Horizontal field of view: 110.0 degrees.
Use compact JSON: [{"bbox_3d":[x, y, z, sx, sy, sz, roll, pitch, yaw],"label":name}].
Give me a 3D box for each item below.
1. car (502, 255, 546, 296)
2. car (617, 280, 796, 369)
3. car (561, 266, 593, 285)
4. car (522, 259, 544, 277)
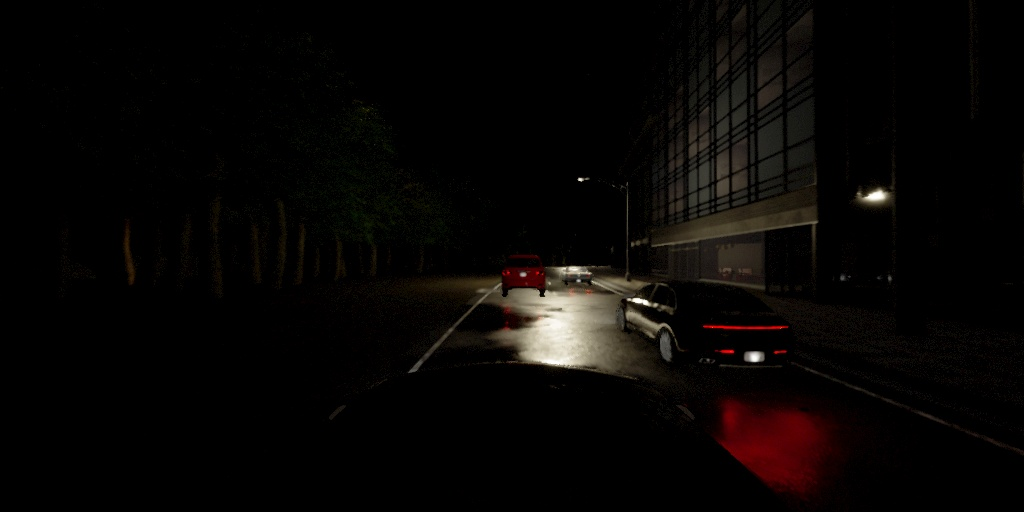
[{"bbox_3d":[0.668,0.972,19.411,2.150,2.045,5.566,0,0,3],"label":"car"},{"bbox_3d":[3.721,1.271,7.845,1.837,1.490,4.892,0,0,1],"label":"car"},{"bbox_3d":[4.640,1.382,26.215,1.895,1.301,4.718,0,0,4],"label":"car"},{"bbox_3d":[2.262,1.171,37.990,2.097,1.767,4.553,0,0,6],"label":"car"}]
